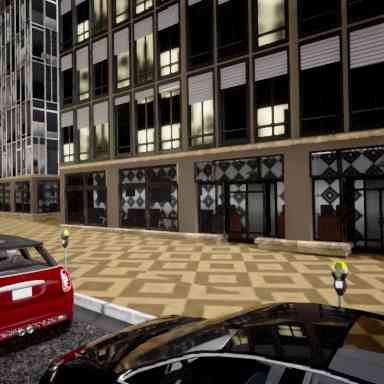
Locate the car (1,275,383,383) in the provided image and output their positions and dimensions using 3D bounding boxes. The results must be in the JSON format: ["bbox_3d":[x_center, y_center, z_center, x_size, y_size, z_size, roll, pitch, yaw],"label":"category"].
[{"bbox_3d":[0.663,1.566,2.439,4.313,1.339,1.947,0,-1,36],"label":"car"}]

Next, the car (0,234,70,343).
[{"bbox_3d":[-3.911,1.441,5.819,4.097,1.590,1.967,0,-1,37],"label":"car"}]
